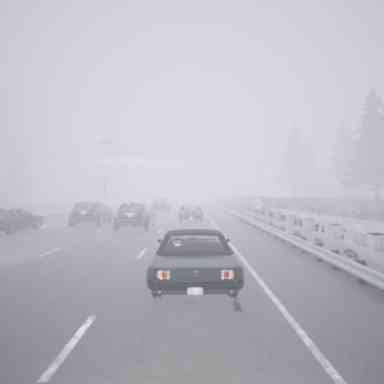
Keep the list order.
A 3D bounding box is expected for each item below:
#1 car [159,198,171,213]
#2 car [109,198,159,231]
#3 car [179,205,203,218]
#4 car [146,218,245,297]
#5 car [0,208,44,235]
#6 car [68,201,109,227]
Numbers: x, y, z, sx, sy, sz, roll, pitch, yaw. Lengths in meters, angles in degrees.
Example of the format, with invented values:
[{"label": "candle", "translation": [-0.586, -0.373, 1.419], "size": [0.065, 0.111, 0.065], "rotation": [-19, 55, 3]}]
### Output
[{"label": "car", "translation": [-3.672, 1.531, 39.547], "size": [2.097, 1.767, 4.553], "rotation": [0, 0, 0]}, {"label": "car", "translation": [-3.541, 1.406, 21.136], "size": [2.097, 1.767, 4.553], "rotation": [0, 0, 0]}, {"label": "car", "translation": [-0.084, 1.684, 27.189], "size": [1.895, 1.301, 4.718], "rotation": [0, 0, 0]}, {"label": "car", "translation": [0.049, 1.587, 8.501], "size": [1.895, 1.301, 4.718], "rotation": [0, 0, 0]}, {"label": "car", "translation": [-10.529, 1.611, 19.224], "size": [2.033, 1.411, 5.357], "rotation": [0, 0, 0]}, {"label": "car", "translation": [-7.060, 1.434, 23.688], "size": [2.097, 1.767, 4.553], "rotation": [0, 0, 0]}]
